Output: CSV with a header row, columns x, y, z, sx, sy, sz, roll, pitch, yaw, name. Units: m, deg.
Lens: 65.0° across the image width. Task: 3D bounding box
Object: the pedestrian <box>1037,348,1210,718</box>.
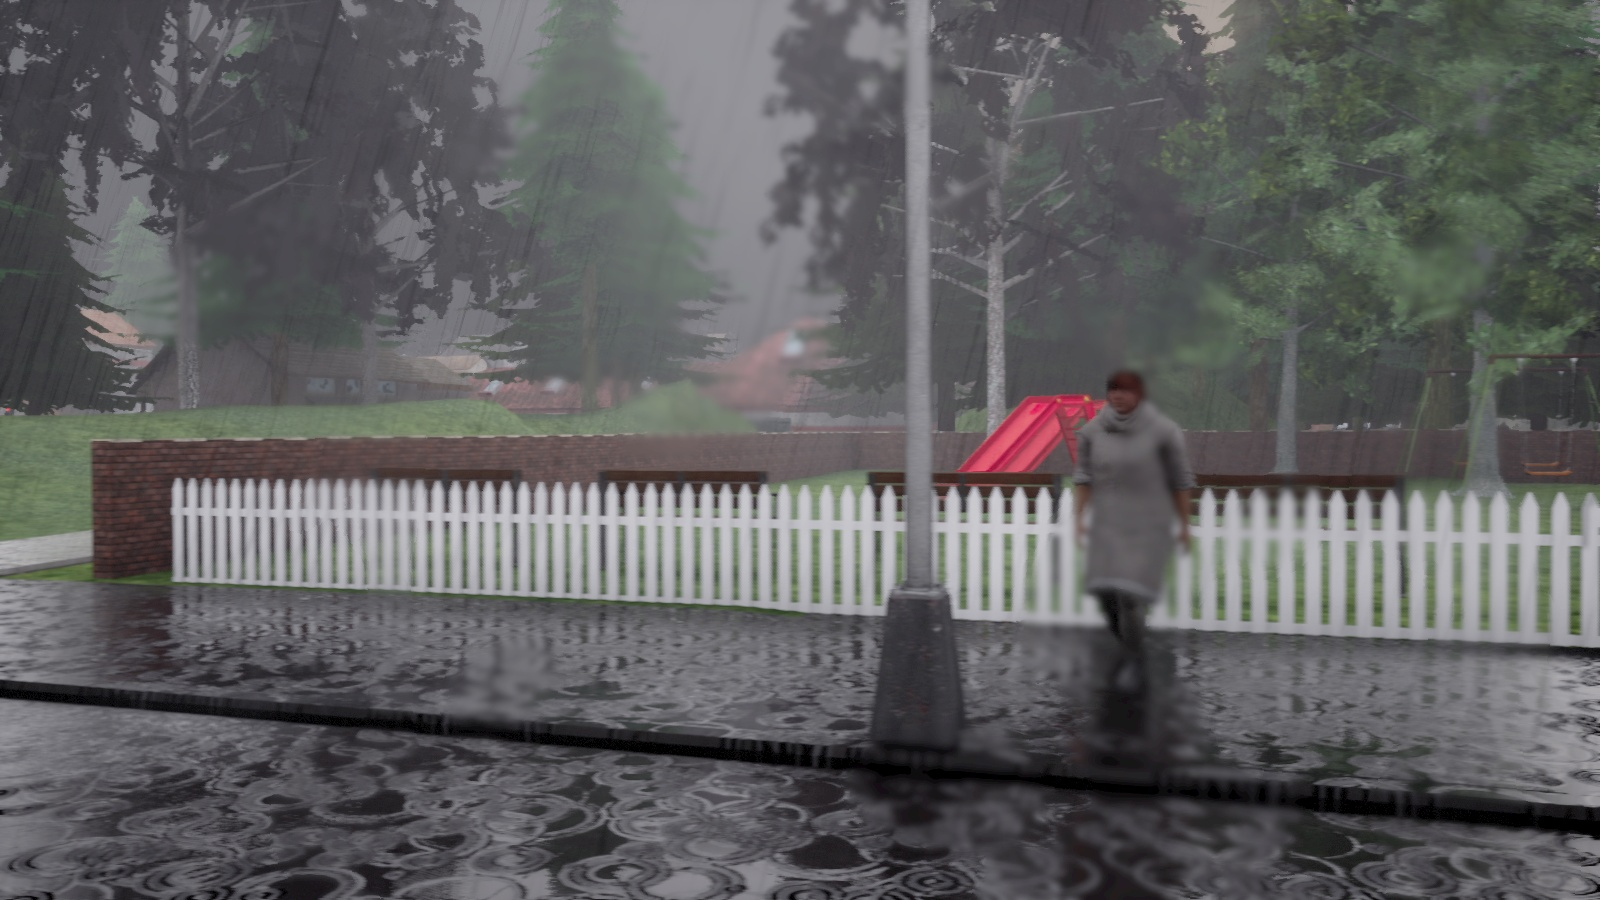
x,y,z,sx,sy,sz,roll,pitch,yaw,name
1.857,0.428,7.163,0.659,1.952,0.873,1,1,37,pedestrian
